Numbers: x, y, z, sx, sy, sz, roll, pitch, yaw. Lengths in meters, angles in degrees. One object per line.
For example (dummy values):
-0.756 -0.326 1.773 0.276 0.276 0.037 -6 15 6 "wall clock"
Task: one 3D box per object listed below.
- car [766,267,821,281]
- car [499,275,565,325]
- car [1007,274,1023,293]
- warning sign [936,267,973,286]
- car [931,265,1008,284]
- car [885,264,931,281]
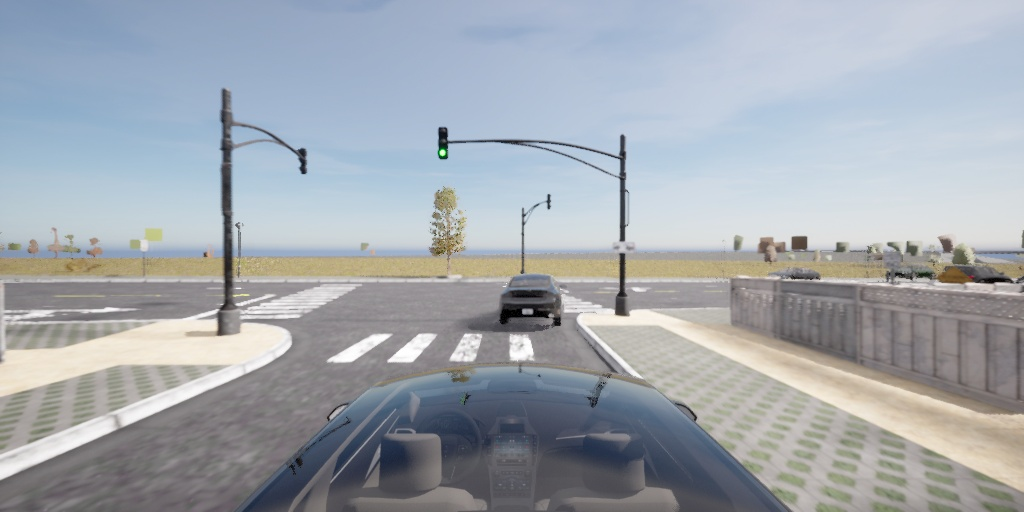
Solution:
25.513 1.779 32.536 4.902 1.511 2.128 1 1 -15 "car"
0.773 1.384 12.243 1.837 1.490 4.892 -1 -3 8 "car"
39.190 2.233 26.143 4.718 1.301 1.895 1 1 -16 "car"
22.954 1.484 18.662 1.060 1.860 1.300 0 0 -15 "warning sign"
37.462 1.789 29.024 5.566 2.045 2.150 1 0 -16 "car"
40.909 1.579 36.841 4.553 1.767 2.097 1 1 -17 "car"
